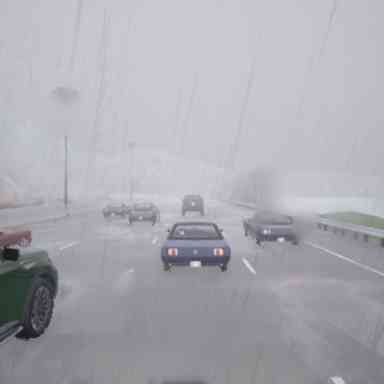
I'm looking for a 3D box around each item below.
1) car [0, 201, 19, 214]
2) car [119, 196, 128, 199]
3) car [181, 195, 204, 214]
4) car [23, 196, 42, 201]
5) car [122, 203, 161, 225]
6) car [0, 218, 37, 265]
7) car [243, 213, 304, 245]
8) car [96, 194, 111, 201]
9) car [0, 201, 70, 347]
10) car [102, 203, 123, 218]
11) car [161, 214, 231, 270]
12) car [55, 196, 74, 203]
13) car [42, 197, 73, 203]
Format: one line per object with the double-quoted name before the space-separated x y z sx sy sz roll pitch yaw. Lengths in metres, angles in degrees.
"car" -21.098 1.681 36.389 1.895 1.301 4.718 0 0 0
"car" -16.972 1.657 82.798 1.812 1.442 4.674 0 0 1
"car" 0.098 1.298 34.336 2.150 2.045 5.566 0 0 0
"car" -24.554 1.466 51.468 2.097 1.767 4.553 0 0 0
"car" -3.403 1.546 24.476 2.128 1.511 4.902 0 0 0
"car" -6.895 1.624 10.351 1.895 1.301 4.718 0 0 0
"car" 3.599 1.636 15.629 1.895 1.301 4.718 0 0 0
"car" -20.594 1.392 77.731 2.150 2.045 5.566 0 0 1
"car" -3.400 1.229 3.447 2.150 2.045 5.566 0 0 0
"car" -6.901 1.670 31.281 1.895 1.301 4.718 0 0 0
"car" 0.100 1.626 11.050 1.895 1.301 4.718 0 0 0
"car" -27.718 1.698 72.647 2.033 1.411 5.357 0 0 1
"car" -17.583 1.591 44.421 2.128 1.511 4.902 0 0 0
